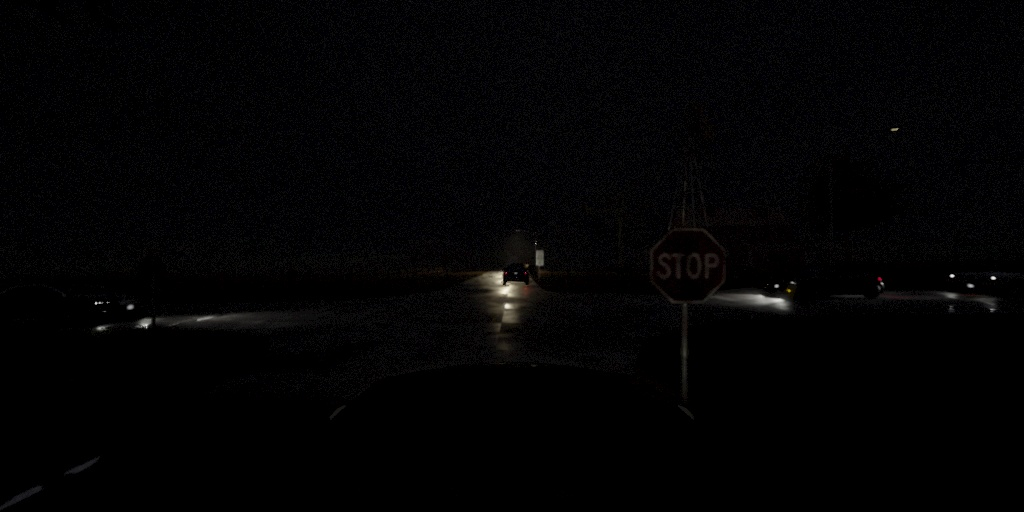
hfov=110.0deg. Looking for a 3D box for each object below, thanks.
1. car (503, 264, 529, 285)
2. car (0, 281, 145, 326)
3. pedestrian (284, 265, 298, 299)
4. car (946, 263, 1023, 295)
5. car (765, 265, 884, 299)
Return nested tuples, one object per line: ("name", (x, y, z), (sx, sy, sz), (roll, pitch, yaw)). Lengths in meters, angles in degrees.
("car", (0.323, 1.444, 30.613), (2.097, 1.767, 4.553), (0, -1, 0))
("car", (-16.779, 1.709, 13.494), (4.902, 1.511, 2.128), (-1, 0, 1))
("pedestrian", (-12.015, 1.395, 19.406), (0.375, 1.860, 0.375), (0, 2, 1))
("car", (22.631, 0.975, 15.951), (4.718, 1.301, 1.895), (-1, 0, 1))
("car", (13.858, 1.126, 16.065), (4.181, 1.385, 1.994), (-1, 0, 1))
